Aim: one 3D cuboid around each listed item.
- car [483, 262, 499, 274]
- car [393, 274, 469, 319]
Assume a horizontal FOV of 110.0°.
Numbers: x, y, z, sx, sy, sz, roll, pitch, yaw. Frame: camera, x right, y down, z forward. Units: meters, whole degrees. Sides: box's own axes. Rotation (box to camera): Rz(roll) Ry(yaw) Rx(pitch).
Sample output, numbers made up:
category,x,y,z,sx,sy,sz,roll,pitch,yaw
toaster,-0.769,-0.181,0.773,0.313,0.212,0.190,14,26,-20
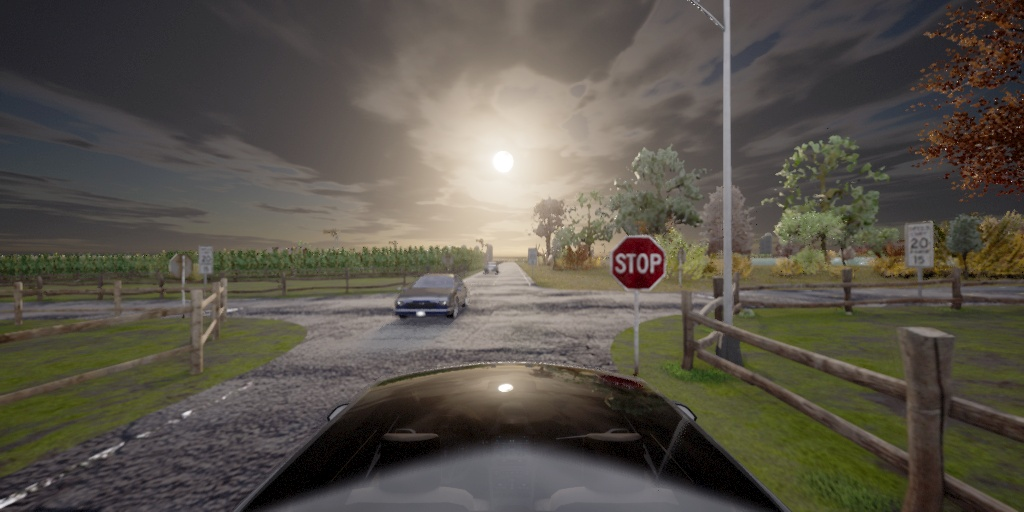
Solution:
category,x,y,z,sx,sy,sz,roll,pitch,yaw
car,-2.772,1.581,48.876,2.128,1.511,4.902,0,0,0
car,-2.755,1.378,13.492,2.033,1.411,5.357,0,0,0
